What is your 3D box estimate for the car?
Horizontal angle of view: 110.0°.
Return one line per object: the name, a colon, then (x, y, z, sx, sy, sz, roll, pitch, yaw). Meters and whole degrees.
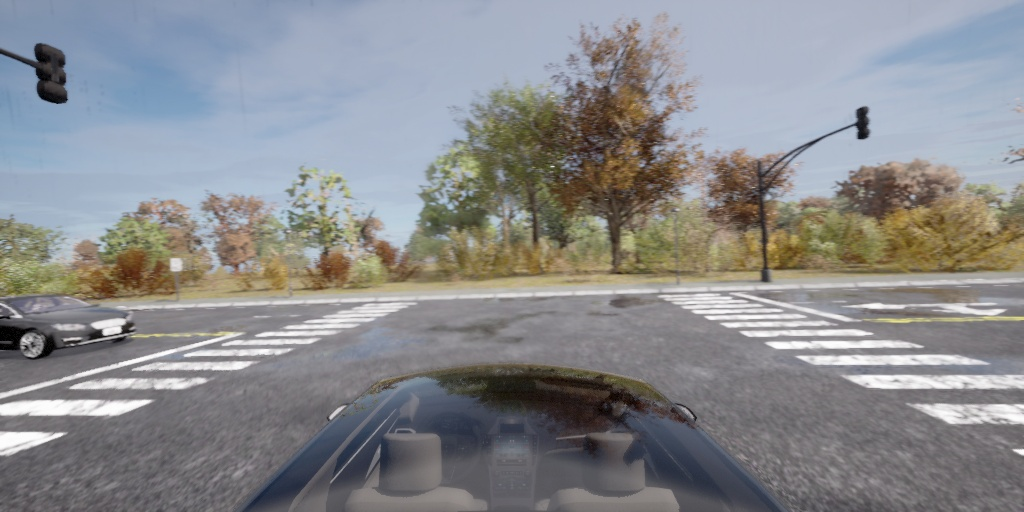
car: (-12.968, 1.810, 9.660, 4.902, 1.511, 2.128, -2, 0, 5)
